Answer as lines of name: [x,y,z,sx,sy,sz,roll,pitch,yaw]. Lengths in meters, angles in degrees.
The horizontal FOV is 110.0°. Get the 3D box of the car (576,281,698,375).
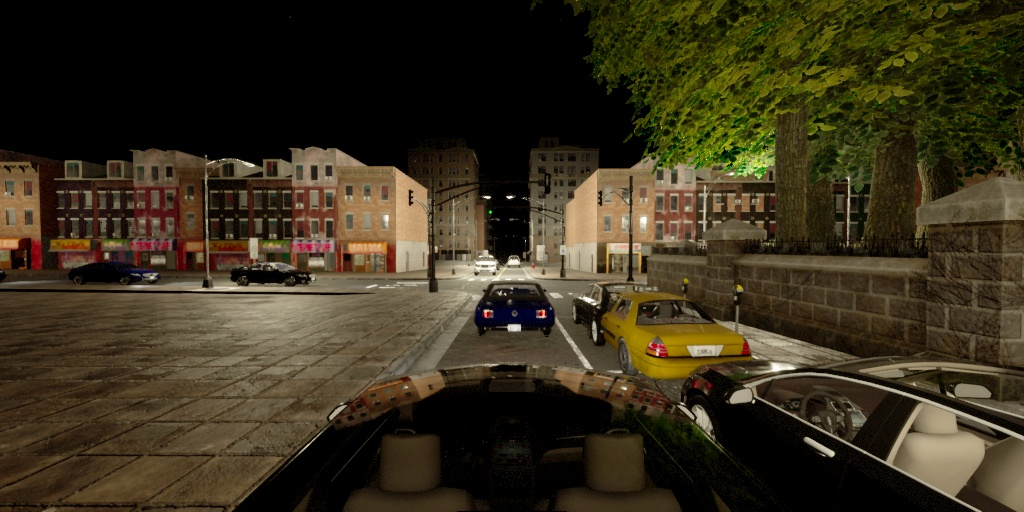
car: [2.684,1.274,7.269,1.751,1.417,4.829,0,0,0]

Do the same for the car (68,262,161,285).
car: [-25.142,1.084,22.718,4.674,1.442,1.812,1,1,0]

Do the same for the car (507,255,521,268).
car: [0.375,1.012,63.714,2.150,2.045,5.566,0,0,0]

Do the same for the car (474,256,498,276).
car: [-2.798,0.983,38.284,2.150,2.045,5.566,0,0,-2]

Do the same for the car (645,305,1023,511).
car: [2.637,1.300,2.107,2.007,1.370,4.403,0,0,0]

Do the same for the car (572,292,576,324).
car: [2.657,1.299,9.243,2.007,1.370,4.403,0,0,0]

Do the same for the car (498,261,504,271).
car: [-2.667,1.322,50.631,2.033,1.411,5.357,0,0,1]

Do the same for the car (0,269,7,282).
car: [-35.285,0.970,22.745,4.674,1.442,1.812,1,1,1]

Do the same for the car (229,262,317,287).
car: [-15.036,1.160,22.700,4.902,1.511,2.128,1,1,0]

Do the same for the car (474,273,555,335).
car: [0.072,1.349,10.405,1.895,1.301,4.718,0,0,0]
